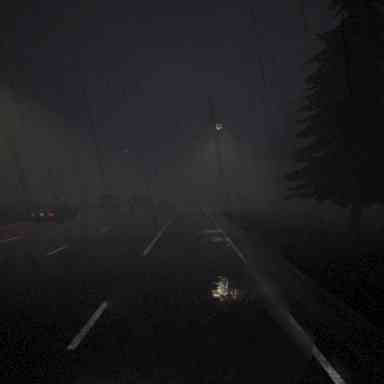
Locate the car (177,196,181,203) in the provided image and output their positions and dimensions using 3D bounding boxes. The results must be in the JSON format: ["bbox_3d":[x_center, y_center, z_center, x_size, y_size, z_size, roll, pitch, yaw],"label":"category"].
[{"bbox_3d":[-3.505,1.701,77.575,1.812,1.442,4.674,0,0,0],"label":"car"}]

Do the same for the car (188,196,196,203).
[{"bbox_3d":[-0.005,1.701,77.531,1.812,1.442,4.674,0,0,0],"label":"car"}]

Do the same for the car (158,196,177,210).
[{"bbox_3d":[-3.408,1.628,44.930,1.812,1.442,4.674,0,0,0],"label":"car"}]

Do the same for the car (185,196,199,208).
[{"bbox_3d":[-0.003,1.465,49.615,2.097,1.767,4.553,0,0,0],"label":"car"}]

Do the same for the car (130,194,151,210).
[{"bbox_3d":[-6.940,1.328,45.068,2.150,2.045,5.566,0,0,0],"label":"car"}]

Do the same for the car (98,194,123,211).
[{"bbox_3d":[-10.489,1.324,43.269,2.150,2.045,5.566,0,0,0],"label":"car"}]

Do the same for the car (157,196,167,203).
[{"bbox_3d":[-7.005,1.657,78.507,1.882,1.535,5.008,0,0,0],"label":"car"}]

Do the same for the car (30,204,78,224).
[{"bbox_3d":[-10.403,1.606,25.408,2.033,1.411,5.357,0,0,-1],"label":"car"}]
